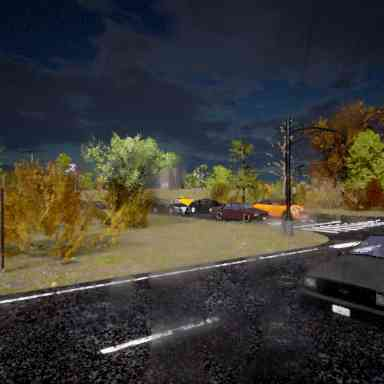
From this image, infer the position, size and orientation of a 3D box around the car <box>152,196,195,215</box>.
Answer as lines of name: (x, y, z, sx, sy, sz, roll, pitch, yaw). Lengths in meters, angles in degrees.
car: (-2.293, 1.493, 34.341, 2.128, 1.511, 4.902, 0, 0, -38)

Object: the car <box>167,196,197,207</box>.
car: (-1.610, 1.403, 49.574, 1.882, 1.535, 5.008, 0, 0, -38)

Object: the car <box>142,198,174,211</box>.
car: (-4.419, 1.499, 42.306, 1.812, 1.442, 4.674, 0, 0, -38)

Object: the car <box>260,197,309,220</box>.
car: (7.277, 1.345, 27.418, 2.097, 1.767, 4.553, 0, 0, -38)

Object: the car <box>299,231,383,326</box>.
car: (4.597, 1.546, 6.990, 5.357, 1.411, 2.033, 0, 0, -36)

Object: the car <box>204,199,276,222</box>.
car: (3.723, 1.560, 26.683, 2.033, 1.411, 5.357, 0, 0, -38)

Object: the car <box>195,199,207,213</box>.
car: (1.691, 1.488, 34.529, 1.837, 1.490, 4.892, 0, 0, -38)
